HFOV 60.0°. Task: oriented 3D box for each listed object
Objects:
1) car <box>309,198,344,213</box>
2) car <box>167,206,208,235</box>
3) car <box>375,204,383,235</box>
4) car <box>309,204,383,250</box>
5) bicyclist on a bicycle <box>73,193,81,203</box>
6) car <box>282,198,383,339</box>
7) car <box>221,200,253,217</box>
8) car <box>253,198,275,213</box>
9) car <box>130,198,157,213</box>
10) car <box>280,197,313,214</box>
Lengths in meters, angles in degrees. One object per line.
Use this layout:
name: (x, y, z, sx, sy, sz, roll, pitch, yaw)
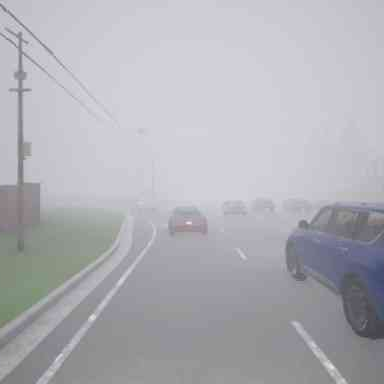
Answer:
car: (14.101, 1.399, 35.138, 1.994, 1.385, 4.181, 0, 0, 0)
car: (-0.340, 1.475, 18.281, 1.994, 1.385, 4.181, 0, 0, -6)
car: (10.599, 1.407, 15.062, 1.882, 1.535, 5.008, 0, 0, 0)
car: (7.099, 1.406, 15.030, 1.882, 1.535, 5.008, 0, 0, 0)
bicyclist on a bicycle: (-19.908, 1.033, 57.442, 0.582, 1.620, 1.656, 0, 1, 33)
car: (3.588, 1.190, 6.650, 2.150, 2.045, 5.566, 0, 0, 0)
car: (3.602, 1.409, 29.127, 2.033, 1.411, 5.357, 0, 0, 0)
car: (7.101, 1.345, 33.974, 1.837, 1.490, 4.892, 0, 0, 0)
car: (-5.118, 1.361, 34.788, 1.812, 1.442, 4.674, 0, 0, -26)
car: (10.601, 1.345, 34.018, 1.837, 1.490, 4.892, 0, 0, 0)
